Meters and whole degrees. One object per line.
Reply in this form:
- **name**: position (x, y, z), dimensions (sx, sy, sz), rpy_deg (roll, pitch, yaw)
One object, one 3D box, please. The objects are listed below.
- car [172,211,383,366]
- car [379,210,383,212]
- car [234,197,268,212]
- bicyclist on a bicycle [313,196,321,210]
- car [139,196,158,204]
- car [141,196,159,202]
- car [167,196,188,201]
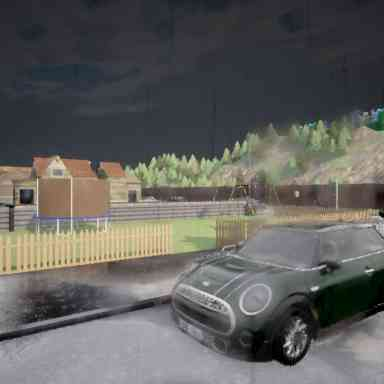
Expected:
- **car**: position (1.875, 1.352, 5.931), dimensions (4.553, 1.767, 2.097), rpy_deg (0, 0, -35)
- **car**: position (16.384, 1.601, 24.153), dimensions (1.895, 1.301, 4.718), rpy_deg (0, 0, -36)
- **car**: position (6.489, 1.353, 37.956), dimensions (2.097, 1.767, 4.553), rpy_deg (0, 0, -36)
- **bicyclist on a bicycle**: position (15.152, 1.349, 40.287), dimensions (1.656, 1.620, 0.582), rpy_deg (0, 0, -36)
- **car**: position (-8.755, 1.526, 66.256), dimensions (1.812, 1.442, 4.674), rpy_deg (0, 0, -36)
- **car**: position (-7.264, 1.601, 57.280), dimensions (1.895, 1.301, 4.718), rpy_deg (0, 0, -35)
- **car**: position (-2.641, 1.505, 57.818), dimensions (1.837, 1.490, 4.892), rpy_deg (0, 0, -35)
